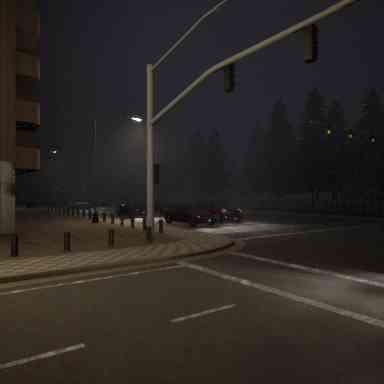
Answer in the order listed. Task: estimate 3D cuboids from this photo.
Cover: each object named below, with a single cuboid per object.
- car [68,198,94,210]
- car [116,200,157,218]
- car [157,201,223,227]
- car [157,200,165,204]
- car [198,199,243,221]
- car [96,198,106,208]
[{"bbox_3d":[-14.784,1.656,43.714,1.895,1.301,4.718,0,0,-36],"label":"car"},{"bbox_3d":[-5.377,1.619,30.616,1.994,1.385,4.181,0,0,-36],"label":"car"},{"bbox_3d":[-0.262,1.581,23.547,1.812,1.442,4.674,0,0,-37],"label":"car"},{"bbox_3d":[-3.316,1.546,33.749,2.128,1.511,4.902,0,0,-36],"label":"car"},{"bbox_3d":[1.919,1.407,26.478,2.097,1.767,4.553,0,0,-36],"label":"car"},{"bbox_3d":[-14.454,1.602,49.289,2.033,1.411,5.357,0,0,-35],"label":"car"}]
